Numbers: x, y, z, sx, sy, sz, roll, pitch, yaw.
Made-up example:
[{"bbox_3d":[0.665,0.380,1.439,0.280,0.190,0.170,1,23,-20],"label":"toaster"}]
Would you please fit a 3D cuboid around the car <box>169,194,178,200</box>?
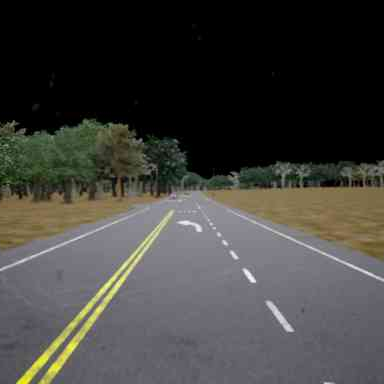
[{"bbox_3d":[-4.541,1.164,81.239,1.882,1.535,5.008,1,1,-1],"label":"car"}]
